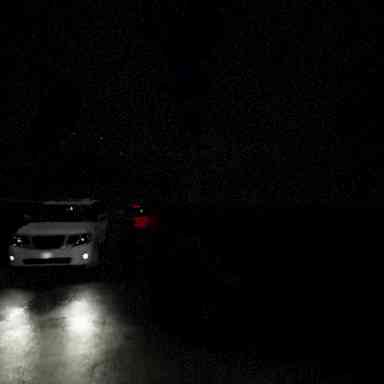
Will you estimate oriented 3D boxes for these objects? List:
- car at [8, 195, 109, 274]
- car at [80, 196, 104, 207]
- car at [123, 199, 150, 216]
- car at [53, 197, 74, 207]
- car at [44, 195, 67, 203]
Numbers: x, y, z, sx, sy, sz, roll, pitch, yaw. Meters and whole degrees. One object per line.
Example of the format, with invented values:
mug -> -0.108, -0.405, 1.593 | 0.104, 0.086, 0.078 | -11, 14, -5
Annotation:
car -> -4.065, 1.251, 11.136 | 2.150, 2.045, 5.566 | 0, 0, -8
car -> -14.794, 1.373, 49.125 | 1.882, 1.535, 5.008 | 1, 0, -34
car -> -5.584, 1.508, 33.191 | 1.837, 1.490, 4.892 | 0, 0, -22
car -> -19.073, 1.428, 49.177 | 1.895, 1.301, 4.718 | 1, 0, -35
car -> -25.728, 1.267, 62.578 | 5.357, 1.411, 2.033 | 1, 0, 43
